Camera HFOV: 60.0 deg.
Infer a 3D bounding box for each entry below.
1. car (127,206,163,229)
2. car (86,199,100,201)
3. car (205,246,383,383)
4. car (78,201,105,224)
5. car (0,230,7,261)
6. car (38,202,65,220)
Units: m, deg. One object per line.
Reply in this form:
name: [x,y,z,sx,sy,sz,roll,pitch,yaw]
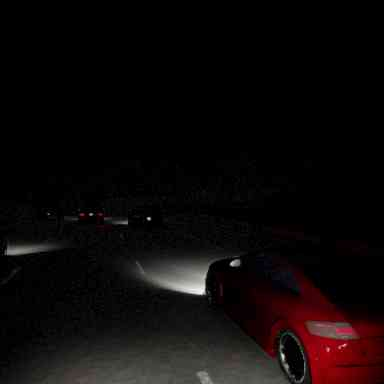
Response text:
car: [-3.253,1.642,22.627,1.994,1.385,4.181,0,0,-16]
car: [-12.034,1.922,40.548,2.150,2.045,5.566,0,-4,-16]
car: [1.666,1.580,5.473,1.994,1.385,4.181,0,0,-16]
car: [-7.759,1.646,25.645,2.033,1.411,5.357,0,0,-16]
car: [-6.767,1.543,9.486,1.837,1.490,4.892,0,0,-16]
car: [-12.727,1.696,30.270,2.128,1.511,4.902,0,-2,-16]
